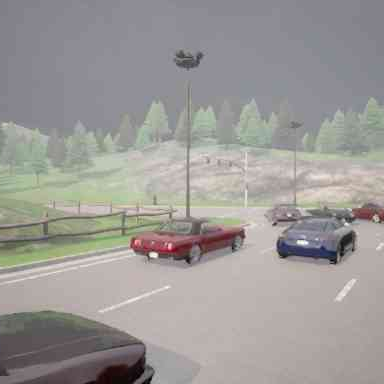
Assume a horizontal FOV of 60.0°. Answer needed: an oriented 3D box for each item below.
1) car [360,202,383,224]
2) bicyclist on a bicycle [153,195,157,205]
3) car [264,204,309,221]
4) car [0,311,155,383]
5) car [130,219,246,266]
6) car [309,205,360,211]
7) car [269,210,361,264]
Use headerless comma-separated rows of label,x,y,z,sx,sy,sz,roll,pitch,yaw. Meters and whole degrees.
car,13.745,1.478,24.784,1.882,1.535,5.008,1,0,-3
bicyclist on a bicycle,-5.785,1.302,51.925,0.582,1.620,1.656,0,0,14
car,6.488,1.547,23.927,2.033,1.411,5.357,0,0,5
car,-2.572,1.547,1.747,2.033,1.411,5.357,0,0,35
car,0.130,1.601,11.761,1.895,1.301,4.718,0,0,35
car,10.139,1.601,24.695,1.895,1.301,4.718,0,0,-1
car,4.620,1.563,12.085,1.994,1.385,4.181,0,0,35
